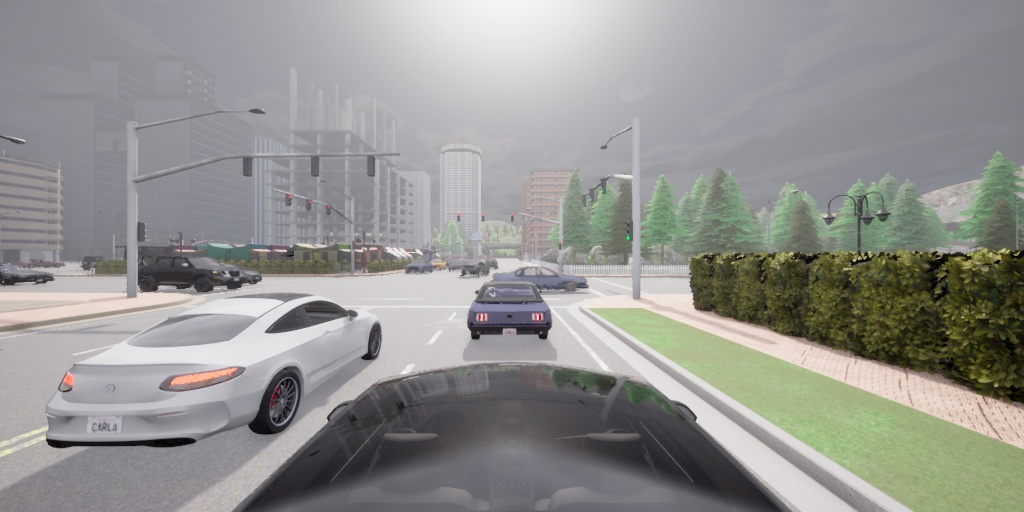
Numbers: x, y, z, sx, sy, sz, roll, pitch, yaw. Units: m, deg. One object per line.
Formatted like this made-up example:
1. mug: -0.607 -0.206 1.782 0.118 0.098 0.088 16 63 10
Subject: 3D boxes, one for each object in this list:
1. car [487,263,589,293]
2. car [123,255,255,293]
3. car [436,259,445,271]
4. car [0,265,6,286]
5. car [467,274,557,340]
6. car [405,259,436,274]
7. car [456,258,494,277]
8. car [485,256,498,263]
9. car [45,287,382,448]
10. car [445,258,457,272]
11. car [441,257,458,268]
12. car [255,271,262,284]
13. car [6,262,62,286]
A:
1. car: 1.505 1.297 20.107 5.357 1.411 2.033 0 0 2
2. car: -18.217 0.971 20.372 5.566 2.045 2.150 0 0 5
3. car: -10.566 1.227 50.524 1.882 1.535 5.008 0 0 0
4. car: -33.431 1.275 21.063 4.674 1.442 1.812 0 0 1
5. car: -0.089 1.351 9.969 1.895 1.301 4.718 0 0 -1
6. car: -10.713 1.101 41.561 2.097 1.767 4.553 0 0 3
7. car: -3.632 1.254 35.903 1.837 1.490 4.892 2 0 12
8. car: -3.358 1.101 57.490 2.097 1.767 4.553 0 0 0
9. car: -3.505 1.276 5.362 1.812 1.442 4.674 0 0 -1
10. car: -7.075 1.254 46.901 1.837 1.490 4.892 0 0 0
11. car: -10.529 1.101 60.594 2.097 1.767 4.553 0 0 0
12. car: -19.569 1.254 24.176 4.892 1.490 1.837 0 0 2
13. car: -34.936 1.296 24.592 5.357 1.411 2.033 0 0 2
